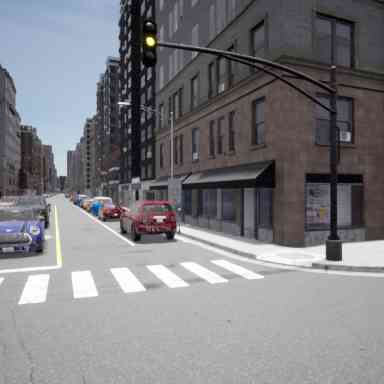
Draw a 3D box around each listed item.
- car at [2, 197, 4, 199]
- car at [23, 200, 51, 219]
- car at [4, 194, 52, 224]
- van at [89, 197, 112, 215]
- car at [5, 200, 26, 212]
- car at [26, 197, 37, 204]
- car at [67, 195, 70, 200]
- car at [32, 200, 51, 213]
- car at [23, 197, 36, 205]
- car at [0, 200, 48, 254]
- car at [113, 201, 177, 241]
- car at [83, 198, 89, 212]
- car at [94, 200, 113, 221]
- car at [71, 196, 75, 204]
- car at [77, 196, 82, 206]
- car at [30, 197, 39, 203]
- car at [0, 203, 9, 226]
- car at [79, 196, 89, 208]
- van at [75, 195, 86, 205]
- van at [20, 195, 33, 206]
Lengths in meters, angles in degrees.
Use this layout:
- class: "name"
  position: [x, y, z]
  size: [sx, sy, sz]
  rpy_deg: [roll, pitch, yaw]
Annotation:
- class: "car"
  position: [-18.868, 1.381, 34.609]
  size: [2.192, 1.841, 5.009]
  rpy_deg: [0, 0, -22]
- class: "car"
  position: [-14.511, 1.553, 31.412]
  size: [2.128, 1.511, 4.902]
  rpy_deg: [0, 0, -22]
- class: "car"
  position: [-10.785, 1.272, 22.269]
  size: [2.150, 2.045, 5.566]
  rpy_deg: [0, 0, -22]
- class: "van"
  position: [-8.820, 1.402, 32.621]
  size: [1.690, 1.788, 3.998]
  rpy_deg: [0, 0, -22]
- class: "car"
  position: [-21.030, 1.654, 39.834]
  size: [1.802, 1.307, 4.206]
  rpy_deg: [0, 0, -22]
- class: "car"
  position: [-31.837, 1.679, 65.962]
  size: [1.802, 1.307, 4.206]
  rpy_deg: [0, 0, -22]
- class: "car"
  position: [-28.278, 1.571, 79.660]
  size: [1.967, 1.590, 4.097]
  rpy_deg: [0, 0, -22]
- class: "car"
  position: [-17.834, 1.672, 39.580]
  size: [1.895, 1.301, 4.718]
  rpy_deg: [0, 0, -22]
- class: "car"
  position: [-29.675, 1.635, 60.737]
  size: [1.887, 1.381, 4.507]
  rpy_deg: [0, 0, -22]
- class: "car"
  position: [-7.129, 1.391, 13.446]
  size: [2.097, 1.767, 4.553]
  rpy_deg: [0, 0, -22]
- class: "car"
  position: [-2.334, 1.356, 16.940]
  size: [2.192, 1.841, 5.009]
  rpy_deg: [0, 0, -22]
- class: "car"
  position: [-10.982, 1.649, 37.847]
  size: [1.802, 1.307, 4.206]
  rpy_deg: [0, 0, -22]
- class: "car"
  position: [-6.658, 1.599, 27.393]
  size: [1.887, 1.381, 4.507]
  rpy_deg: [0, 0, -22]
- class: "car"
  position: [-19.629, 1.401, 58.757]
  size: [2.192, 1.841, 5.009]
  rpy_deg: [0, 0, -22]
- class: "car"
  position: [-15.306, 1.659, 48.303]
  size: [1.802, 1.307, 4.206]
  rpy_deg: [0, 0, -22]
- class: "car"
  position: [-36.159, 1.712, 76.409]
  size: [1.802, 1.307, 4.206]
  rpy_deg: [0, 0, -22]
- class: "car"
  position: [-14.481, 1.579, 24.000]
  size: [1.752, 1.417, 4.829]
  rpy_deg: [0, 0, -22]
- class: "car"
  position: [-13.209, 1.598, 43.232]
  size: [1.752, 1.417, 4.829]
  rpy_deg: [0, 0, -22]
- class: "van"
  position: [-17.467, 1.423, 53.529]
  size: [1.690, 1.788, 3.998]
  rpy_deg: [0, 0, -22]
- class: "van"
  position: [-27.513, 1.427, 55.512]
  size: [1.690, 1.788, 3.998]
  rpy_deg: [0, 0, -22]
